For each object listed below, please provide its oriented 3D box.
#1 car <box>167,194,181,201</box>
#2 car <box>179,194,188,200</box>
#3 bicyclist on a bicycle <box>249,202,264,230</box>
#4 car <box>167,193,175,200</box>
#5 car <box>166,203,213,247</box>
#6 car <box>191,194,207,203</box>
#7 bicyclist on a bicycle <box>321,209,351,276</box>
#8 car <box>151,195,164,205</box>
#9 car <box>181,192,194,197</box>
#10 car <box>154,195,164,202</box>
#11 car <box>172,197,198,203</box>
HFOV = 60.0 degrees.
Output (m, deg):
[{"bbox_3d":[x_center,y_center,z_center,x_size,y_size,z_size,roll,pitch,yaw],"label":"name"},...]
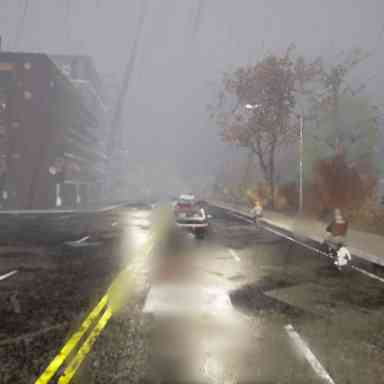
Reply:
[{"bbox_3d":[-4.232,1.407,74.915,1.895,1.301,4.718,0,0,-6],"label":"car"},{"bbox_3d":[-2.164,1.304,85.105,1.812,1.442,4.674,0,0,-7],"label":"car"},{"bbox_3d":[3.841,1.392,19.486,0.866,1.612,1.509,0,0,-2],"label":"bicyclist on a bicycle"},{"bbox_3d":[-5.407,1.164,84.859,1.882,1.535,5.008,0,0,-7],"label":"car"},{"bbox_3d":[-0.113,1.459,14.864,2.128,1.511,4.902,0,0,-1],"label":"car"},{"bbox_3d":[1.222,1.475,52.622,1.895,1.301,4.718,0,0,-4],"label":"car"},{"bbox_3d":[4.040,1.348,9.444,0.659,1.776,1.843,0,0,-1],"label":"bicyclist on a bicycle"},{"bbox_3d":[-5.695,1.437,55.586,1.994,1.385,4.181,0,0,-4],"label":"car"},{"bbox_3d":[-0.601,1.046,71.604,2.150,2.045,5.566,0,0,-6],"label":"car"},{"bbox_3d":[-7.145,1.352,71.650,2.128,1.511,4.902,0,0,-6],"label":"car"},{"bbox_3d":[-0.777,1.491,32.823,1.994,1.385,4.181,0,0,-3],"label":"car"}]
